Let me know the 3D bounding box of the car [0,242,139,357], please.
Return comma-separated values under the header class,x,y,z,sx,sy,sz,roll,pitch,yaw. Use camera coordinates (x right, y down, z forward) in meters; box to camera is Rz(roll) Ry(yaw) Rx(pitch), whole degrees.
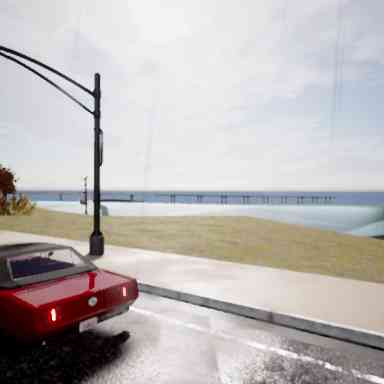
class,x,y,z,sx,sy,sz,roll,pitch,yaw
car,-3.273,1.593,6.030,4.718,1.301,1.895,0,0,36
